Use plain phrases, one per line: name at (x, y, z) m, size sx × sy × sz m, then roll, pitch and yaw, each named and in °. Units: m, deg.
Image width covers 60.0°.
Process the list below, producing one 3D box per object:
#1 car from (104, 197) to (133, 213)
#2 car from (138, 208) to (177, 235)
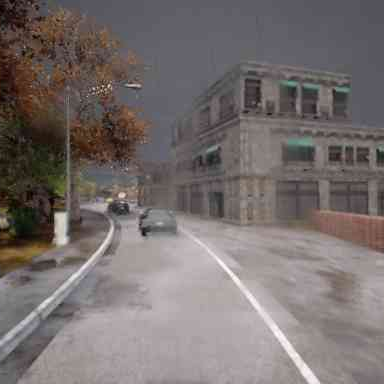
car at (-8.646, 1.642, 39.016) m, size 1.812 × 1.442 × 4.674 m, roll 0°, pitch 0°, yaw -24°
car at (-2.044, 1.599, 19.138) m, size 1.994 × 1.385 × 4.181 m, roll 0°, pitch 0°, yaw -11°
